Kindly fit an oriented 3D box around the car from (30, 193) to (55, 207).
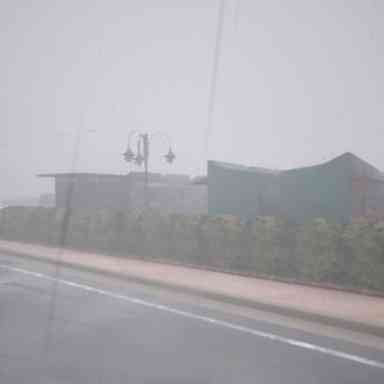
[{"bbox_3d":[-12.309,1.070,30.672,1.905,1.878,3.866,0,0,34],"label":"car"}]
